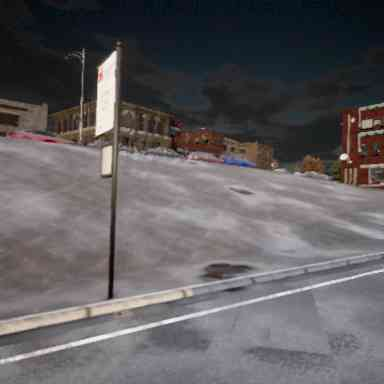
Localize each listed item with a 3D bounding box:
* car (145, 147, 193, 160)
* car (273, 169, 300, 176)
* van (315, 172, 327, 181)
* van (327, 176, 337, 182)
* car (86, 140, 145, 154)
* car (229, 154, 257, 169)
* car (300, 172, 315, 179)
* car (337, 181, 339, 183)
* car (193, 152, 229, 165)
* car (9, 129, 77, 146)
[{"bbox_3d":[-2.718,-3.459,31.963,4.892,1.521,2.231,2,-1,-42],"label":"car"},{"bbox_3d":[13.084,-2.568,47.651,2.002,1.452,4.674,1,-2,43],"label":"car"},{"bbox_3d":[20.570,-2.277,56.000,1.878,1.987,4.442,1,-2,41],"label":"van"},{"bbox_3d":[24.124,-1.972,60.237,1.878,1.987,4.442,1,-2,40],"label":"van"},{"bbox_3d":[-6.763,-3.580,28.356,4.674,1.452,2.002,2,-1,-41],"label":"car"},{"bbox_3d":[5.437,-3.323,39.709,5.566,2.045,2.435,3,-1,-44],"label":"car"},{"bbox_3d":[16.809,-2.304,51.746,2.002,1.452,4.674,1,-2,42],"label":"car"},{"bbox_3d":[27.538,-1.403,64.468,2.163,1.488,4.792,1,-3,39],"label":"car"},{"bbox_3d":[1.404,-3.401,35.808,4.553,1.767,2.185,3,-1,-43],"label":"car"},{"bbox_3d":[-10.959,-3.753,24.773,4.792,1.488,2.163,2,-1,-39],"label":"car"}]
